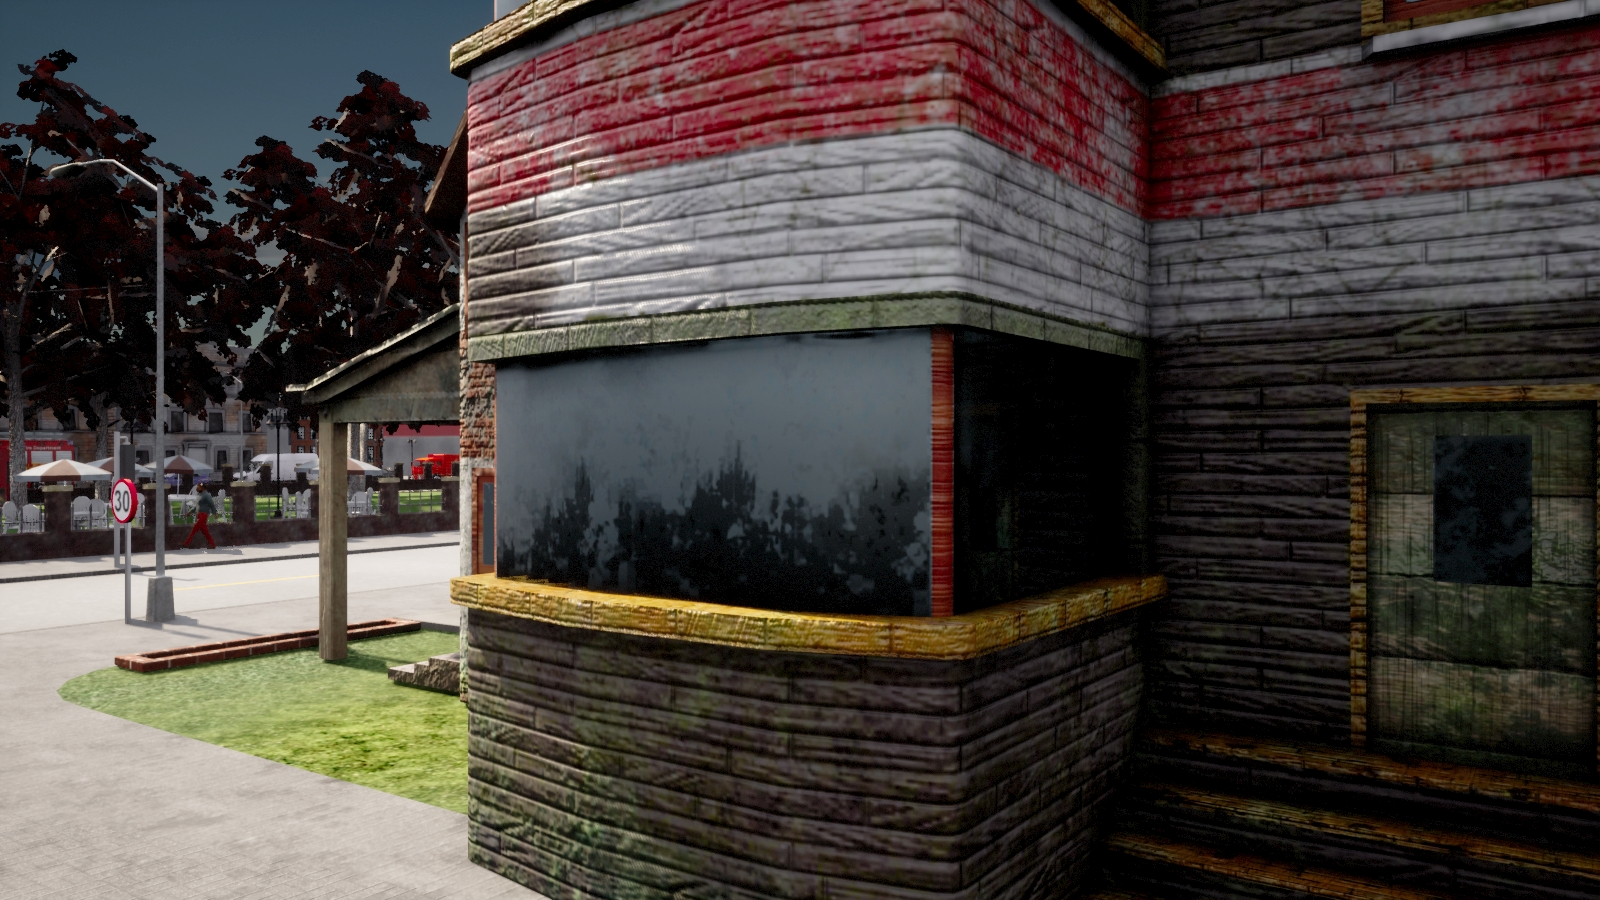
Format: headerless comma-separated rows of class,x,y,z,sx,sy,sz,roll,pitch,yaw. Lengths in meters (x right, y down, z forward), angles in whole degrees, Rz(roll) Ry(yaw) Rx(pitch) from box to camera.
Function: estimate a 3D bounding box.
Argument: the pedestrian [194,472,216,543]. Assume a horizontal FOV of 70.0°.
pedestrian,-15.713,1.517,30.176,0.375,1.860,0.375,0,0,36
